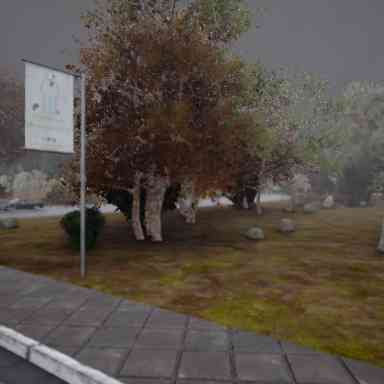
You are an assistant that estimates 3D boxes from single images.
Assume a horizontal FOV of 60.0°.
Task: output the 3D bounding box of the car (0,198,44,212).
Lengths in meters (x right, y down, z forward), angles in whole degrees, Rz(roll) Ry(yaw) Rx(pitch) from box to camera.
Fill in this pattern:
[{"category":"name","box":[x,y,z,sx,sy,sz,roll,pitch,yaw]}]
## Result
[{"category":"car","box":[-19.372,1.446,37.633,1.837,1.490,4.892,0,0,38]}]
